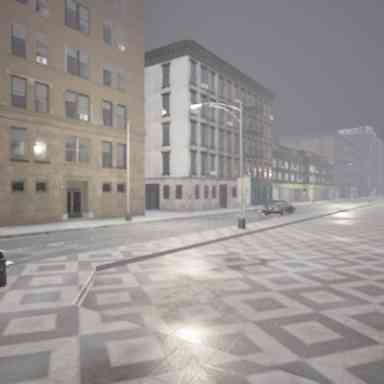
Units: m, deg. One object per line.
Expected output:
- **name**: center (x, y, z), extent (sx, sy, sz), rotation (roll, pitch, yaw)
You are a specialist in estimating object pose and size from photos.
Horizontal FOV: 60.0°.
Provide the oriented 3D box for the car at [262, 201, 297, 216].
- **car**: center (8.710, 1.587, 32.880), extent (2.033, 1.411, 5.357), rotation (0, 0, 35)
